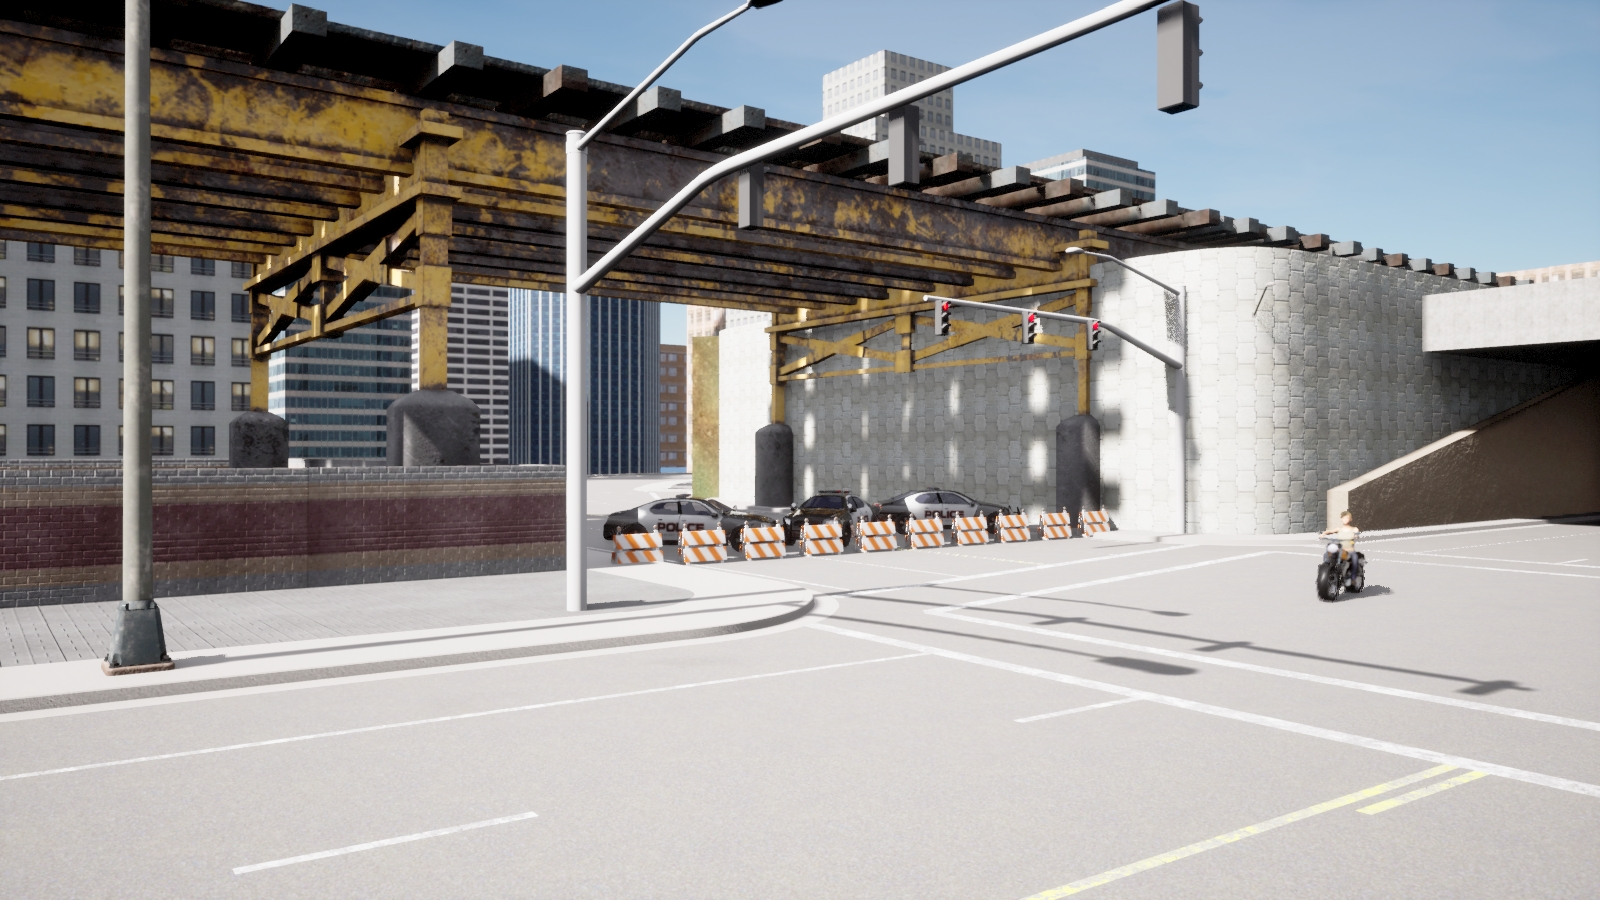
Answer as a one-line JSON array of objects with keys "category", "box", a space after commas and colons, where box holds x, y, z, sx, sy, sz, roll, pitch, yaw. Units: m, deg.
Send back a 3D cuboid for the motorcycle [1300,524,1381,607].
[{"category": "motorcycle", "box": [10.260, 2.142, 21.644, 0.764, 1.332, 2.356, 0, 0, 41]}]
